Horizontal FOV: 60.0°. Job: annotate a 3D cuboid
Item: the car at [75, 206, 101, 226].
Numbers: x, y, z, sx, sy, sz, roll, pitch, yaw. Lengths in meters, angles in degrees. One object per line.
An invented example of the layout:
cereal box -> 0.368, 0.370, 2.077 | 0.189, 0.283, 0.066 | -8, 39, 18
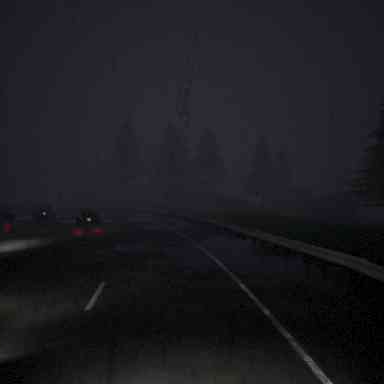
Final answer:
car -> -8.349, 1.877, 26.687 | 1.812, 1.442, 4.674 | 0, -1, -19

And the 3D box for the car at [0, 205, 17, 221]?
car -> -17.801, 1.965, 31.526 | 1.812, 1.442, 4.674 | 0, -1, -23

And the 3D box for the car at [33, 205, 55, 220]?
car -> -14.574, 2.009, 32.833 | 1.994, 1.385, 4.181 | 0, -1, -24
